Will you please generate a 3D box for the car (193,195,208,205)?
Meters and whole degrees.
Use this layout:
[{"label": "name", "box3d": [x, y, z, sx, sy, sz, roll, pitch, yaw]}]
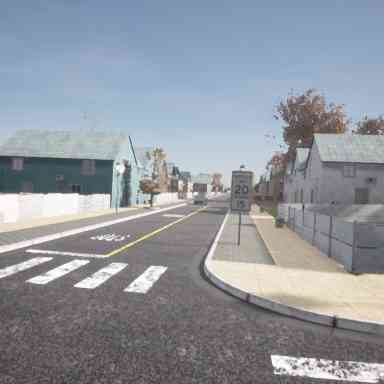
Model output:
[{"label": "car", "box3d": [1.376, 1.198, 50.750, 1.837, 1.490, 4.892, 3, 1, 8]}]
